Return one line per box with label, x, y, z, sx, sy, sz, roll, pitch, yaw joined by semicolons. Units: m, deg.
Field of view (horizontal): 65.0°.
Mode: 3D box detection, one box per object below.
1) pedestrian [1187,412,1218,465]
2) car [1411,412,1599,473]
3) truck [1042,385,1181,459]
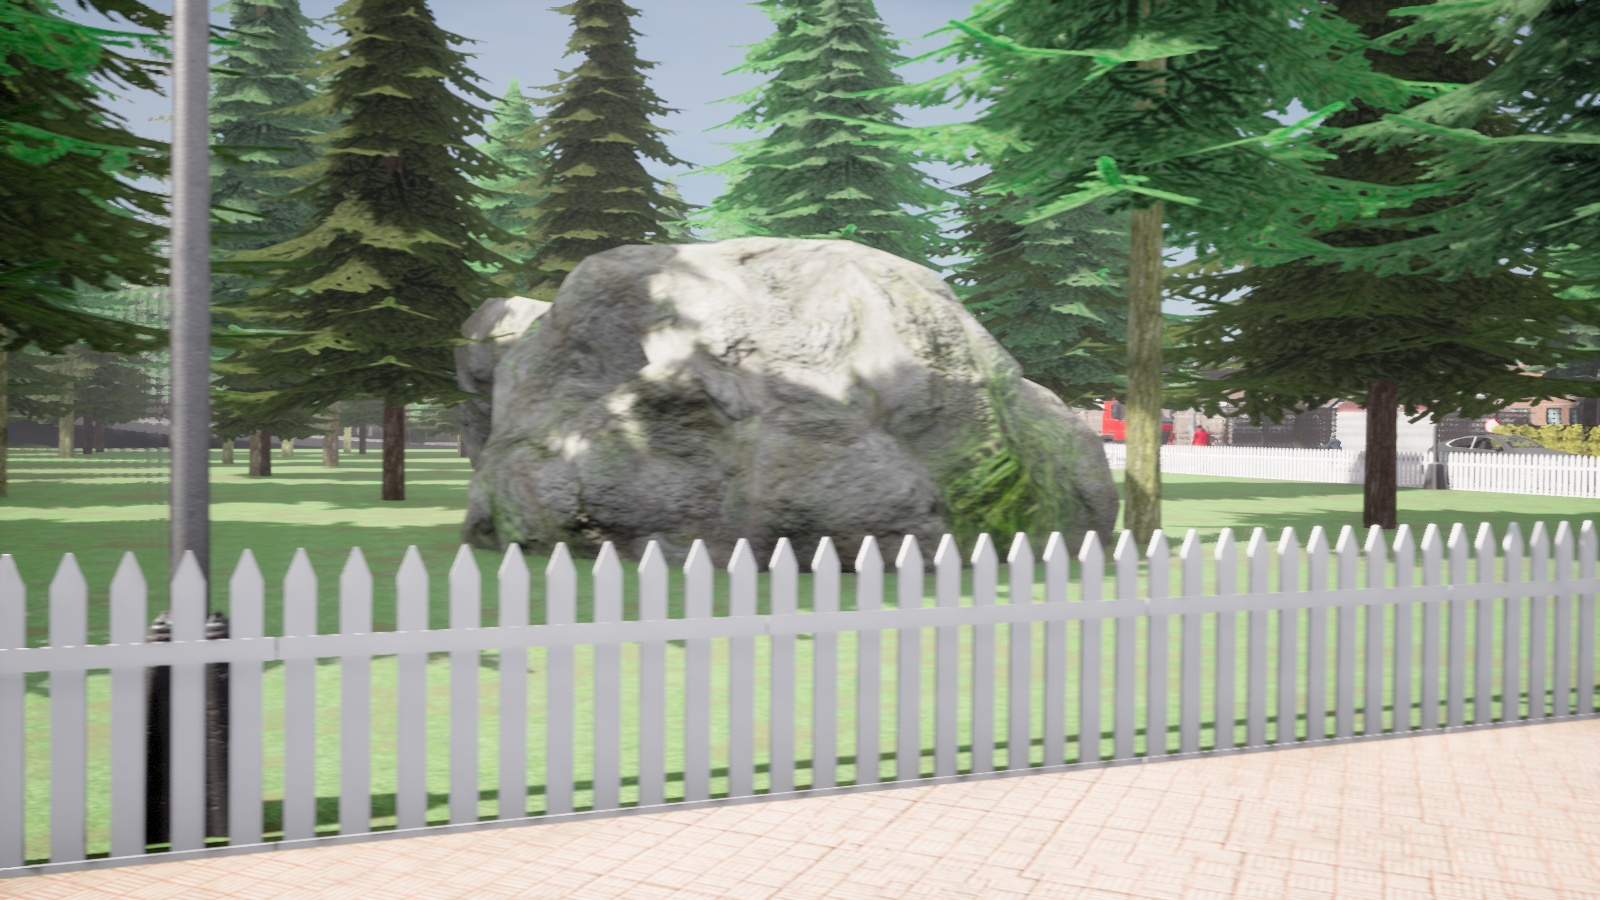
pedestrian;14.225;-0.420;44.386;0.634;1.844;0.899;-1;1;-19
car;20.979;-0.258;37.304;2.152;1.651;5.027;-1;1;-19
truck;15.523;-1.383;63.355;2.891;3.462;7.936;-1;1;-19
